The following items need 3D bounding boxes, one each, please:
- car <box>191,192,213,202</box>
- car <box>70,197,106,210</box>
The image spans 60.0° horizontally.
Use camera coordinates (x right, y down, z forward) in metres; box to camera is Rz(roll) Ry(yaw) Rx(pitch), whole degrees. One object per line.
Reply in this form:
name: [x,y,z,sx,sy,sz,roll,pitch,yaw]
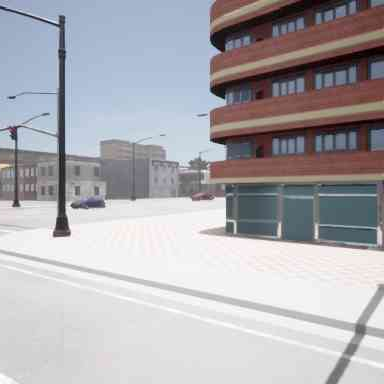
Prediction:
car: [1.788,0.821,58.266,1.882,1.535,5.008,0,1,37]
car: [-12.271,1.320,39.424,1.994,1.385,4.181,0,1,37]
